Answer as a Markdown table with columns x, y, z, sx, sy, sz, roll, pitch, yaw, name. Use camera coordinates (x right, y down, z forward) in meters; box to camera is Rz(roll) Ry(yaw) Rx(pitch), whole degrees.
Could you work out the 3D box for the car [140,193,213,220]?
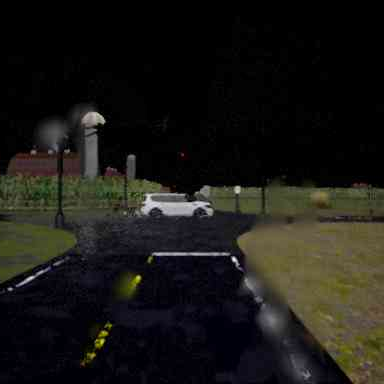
| x | y | z | sx | sy | sz | roll | pitch | yaw | name |
| --- | --- | --- | --- | --- | --- | --- | --- | --- | --- |
| -1.211 | 1.130 | 25.791 | 5.566 | 2.045 | 2.150 | 0 | 0 | -3 | car |
